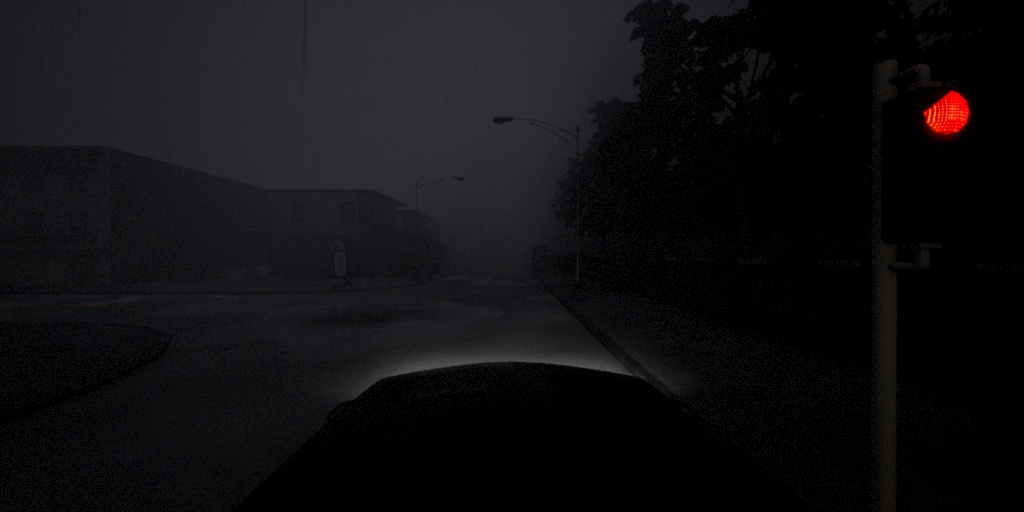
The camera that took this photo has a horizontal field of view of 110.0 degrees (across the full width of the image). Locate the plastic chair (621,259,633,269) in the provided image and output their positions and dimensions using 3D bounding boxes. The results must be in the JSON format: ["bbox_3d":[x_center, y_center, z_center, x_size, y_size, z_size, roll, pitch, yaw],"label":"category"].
[{"bbox_3d":[16.038,1.129,50.219,0.750,1.272,0.730,0,0,-40],"label":"plastic chair"}]

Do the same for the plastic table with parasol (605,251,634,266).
[{"bbox_3d":[15.306,0.523,51.218,2.482,2.480,2.482,0,0,-40],"label":"plastic table with parasol"}]

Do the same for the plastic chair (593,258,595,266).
[{"bbox_3d":[13.734,1.108,58.544,0.730,1.272,0.750,0,0,-35],"label":"plastic chair"}]

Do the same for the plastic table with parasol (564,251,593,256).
[{"bbox_3d":[9.987,0.504,53.958,2.482,2.480,2.482,0,0,-40],"label":"plastic table with parasol"}]

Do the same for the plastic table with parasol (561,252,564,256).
[{"bbox_3d":[10.700,0.495,62.400,2.482,2.480,2.482,0,0,-40],"label":"plastic table with parasol"}]

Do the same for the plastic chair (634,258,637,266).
[{"bbox_3d":[18.661,0.978,54.666,0.750,1.272,0.730,0,0,-39],"label":"plastic chair"}]

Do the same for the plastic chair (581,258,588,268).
[{"bbox_3d":[10.719,1.133,52.961,0.750,1.272,0.730,0,0,-40],"label":"plastic chair"}]

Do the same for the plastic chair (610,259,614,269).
[{"bbox_3d":[14.332,1.138,50.316,0.730,1.272,0.750,0,0,-35],"label":"plastic chair"}]

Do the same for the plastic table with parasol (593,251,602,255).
[{"bbox_3d":[14.686,0.473,59.432,2.482,2.480,2.482,0,0,-42],"label":"plastic table with parasol"}]
